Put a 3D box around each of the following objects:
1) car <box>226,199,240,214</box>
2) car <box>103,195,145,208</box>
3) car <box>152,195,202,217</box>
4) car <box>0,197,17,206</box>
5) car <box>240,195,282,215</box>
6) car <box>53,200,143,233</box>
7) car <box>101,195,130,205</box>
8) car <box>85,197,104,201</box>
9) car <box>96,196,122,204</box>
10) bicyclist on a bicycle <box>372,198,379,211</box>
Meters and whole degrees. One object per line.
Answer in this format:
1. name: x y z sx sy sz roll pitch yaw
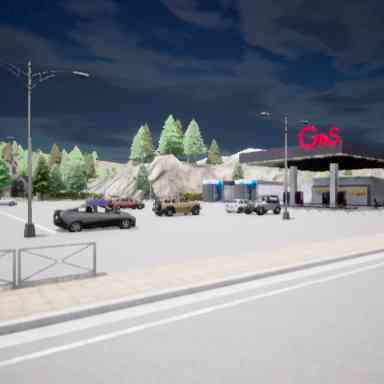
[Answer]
1. car: 5.502 1.517 35.372 3.806 1.475 1.970 0 0 -36
2. car: -8.048 1.452 40.935 4.514 1.523 2.007 0 0 -36
3. car: -1.365 1.253 30.399 4.605 1.855 1.932 0 0 -36
4. car: -29.761 1.535 52.416 3.806 1.475 1.970 0 0 -36
5. car: 6.944 1.234 32.314 3.866 1.878 1.905 0 0 -36
6. car: -5.454 1.453 18.923 4.514 1.523 2.007 0 0 -36
7. car: -14.509 1.484 63.177 5.027 1.636 2.152 0 0 -36
8. car: -13.839 1.473 49.079 3.633 1.501 1.845 0 0 -36
9. car: -16.380 1.492 65.696 4.514 1.523 2.007 0 0 -36
10. bicyclist on a bicycle: 23.949 1.625 43.381 1.656 1.620 0.582 0 0 -35
